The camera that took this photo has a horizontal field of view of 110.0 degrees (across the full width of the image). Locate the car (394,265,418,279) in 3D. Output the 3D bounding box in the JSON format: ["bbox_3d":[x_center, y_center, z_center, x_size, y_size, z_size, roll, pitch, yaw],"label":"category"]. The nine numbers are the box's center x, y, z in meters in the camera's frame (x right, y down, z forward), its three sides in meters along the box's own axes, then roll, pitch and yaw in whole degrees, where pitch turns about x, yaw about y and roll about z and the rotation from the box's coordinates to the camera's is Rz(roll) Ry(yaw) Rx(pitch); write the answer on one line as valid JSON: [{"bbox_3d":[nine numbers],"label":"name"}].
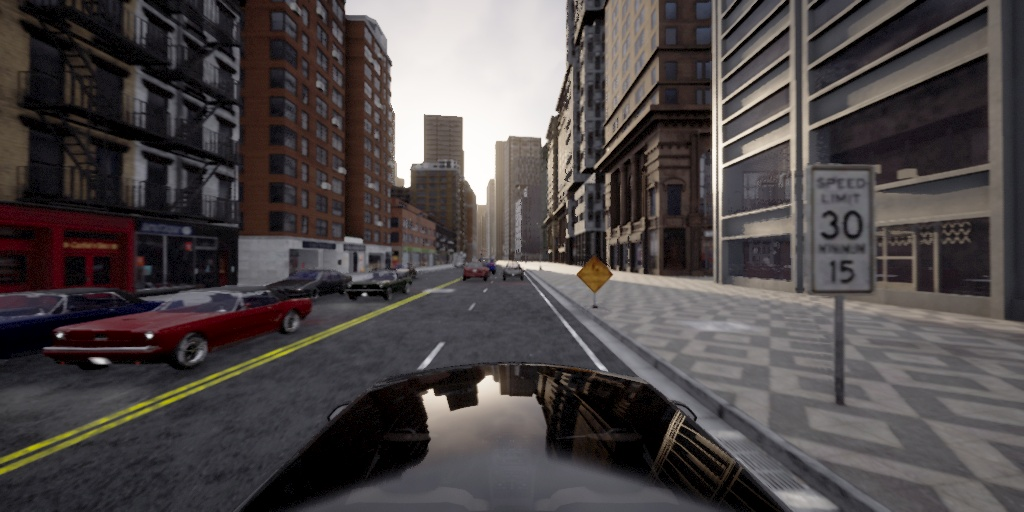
[{"bbox_3d":[-9.772,1.471,31.904,1.994,1.385,4.181,0,0,0],"label":"car"}]

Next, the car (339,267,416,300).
[{"bbox_3d":[-6.590,1.436,18.251,1.895,1.301,4.718,0,0,0],"label":"car"}]

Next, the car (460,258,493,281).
[{"bbox_3d":[-3.153,1.262,32.597,2.097,1.767,4.553,0,0,0],"label":"car"}]

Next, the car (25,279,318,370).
[{"bbox_3d":[-6.597,1.383,7.948,1.895,1.301,4.718,0,0,0],"label":"car"}]

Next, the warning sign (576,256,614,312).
[{"bbox_3d":[2.850,0.921,12.360,1.300,1.860,1.060,0,0,0],"label":"warning sign"}]

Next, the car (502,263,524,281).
[{"bbox_3d":[0.102,1.404,32.916,2.128,1.511,4.902,0,0,0],"label":"car"}]

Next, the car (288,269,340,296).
[{"bbox_3d":[-9.842,1.381,17.991,2.033,1.411,5.357,0,0,1],"label":"car"}]

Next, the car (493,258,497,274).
[{"bbox_3d":[-3.152,1.207,46.003,2.150,2.045,5.566,0,0,0],"label":"car"}]

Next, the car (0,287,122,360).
[{"bbox_3d":[-9.856,1.381,7.509,1.895,1.301,4.718,0,0,0],"label":"car"}]
